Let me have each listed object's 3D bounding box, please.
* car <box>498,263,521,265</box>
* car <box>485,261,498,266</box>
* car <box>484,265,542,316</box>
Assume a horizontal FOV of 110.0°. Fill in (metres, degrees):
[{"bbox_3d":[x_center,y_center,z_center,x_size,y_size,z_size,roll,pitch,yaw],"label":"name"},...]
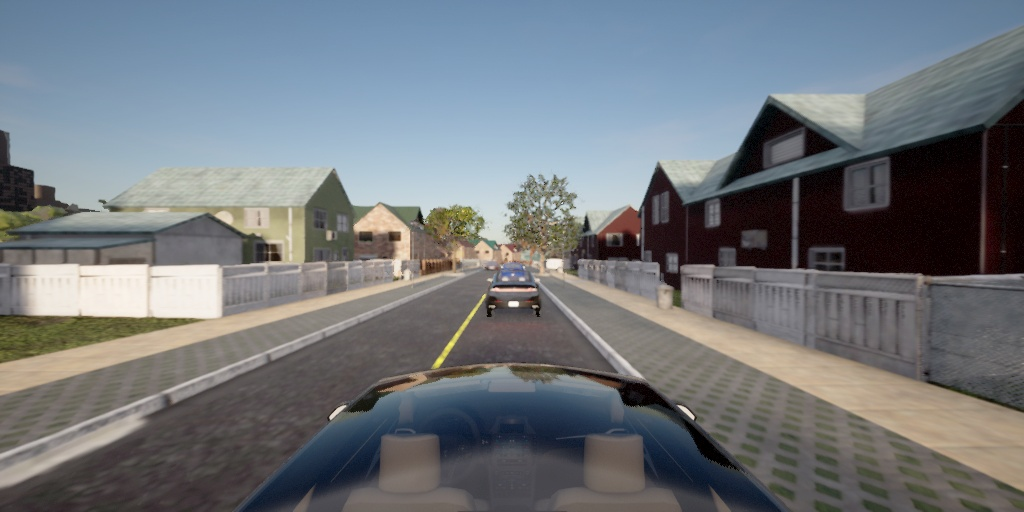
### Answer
[{"bbox_3d":[0.072,1.280,29.918,1.882,1.535,5.008,0,0,0],"label":"car"},{"bbox_3d":[-2.832,1.445,52.171,1.812,1.442,4.674,0,-1,0],"label":"car"},{"bbox_3d":[0.066,1.256,13.354,2.128,1.511,4.902,0,0,0],"label":"car"}]
